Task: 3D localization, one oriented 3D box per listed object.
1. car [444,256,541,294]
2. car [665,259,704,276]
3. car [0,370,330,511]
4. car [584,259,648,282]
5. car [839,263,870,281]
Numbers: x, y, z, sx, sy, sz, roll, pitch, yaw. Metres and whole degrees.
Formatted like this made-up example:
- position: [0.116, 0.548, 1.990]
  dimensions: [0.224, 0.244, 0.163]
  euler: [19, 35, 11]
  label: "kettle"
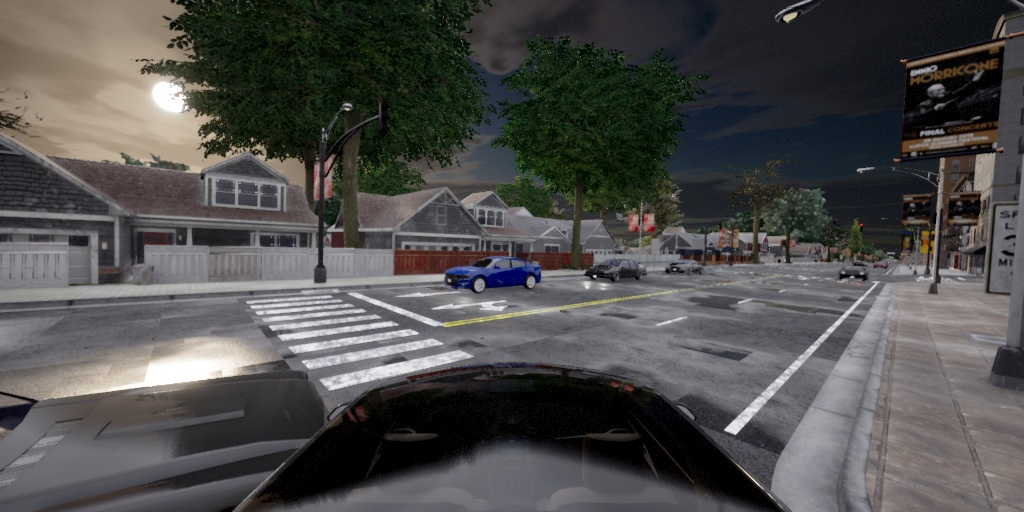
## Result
- position: [-0.769, 0.763, 16.667]
  dimensions: [5.008, 1.535, 1.882]
  euler: [0, 3, -43]
  label: "car"
- position: [15.017, 0.957, 31.160]
  dimensions: [4.181, 1.385, 1.994]
  euler: [0, 3, -43]
  label: "car"
- position: [-3.325, 1.284, 1.539]
  dimensions: [4.718, 1.301, 1.895]
  euler: [1, 2, -33]
  label: "car"
- position: [7.074, 0.884, 23.888]
  dimensions: [5.357, 1.411, 2.033]
  euler: [0, 3, -43]
  label: "car"
- position: [32.111, 1.589, 33.586]
  dimensions: [4.718, 1.301, 1.895]
  euler: [1, 1, -43]
  label: "car"
